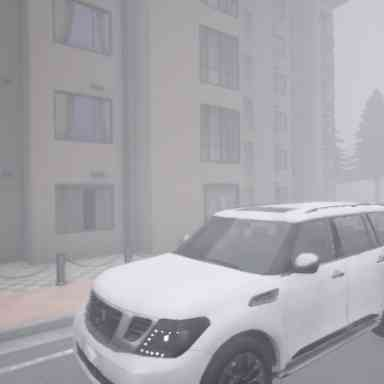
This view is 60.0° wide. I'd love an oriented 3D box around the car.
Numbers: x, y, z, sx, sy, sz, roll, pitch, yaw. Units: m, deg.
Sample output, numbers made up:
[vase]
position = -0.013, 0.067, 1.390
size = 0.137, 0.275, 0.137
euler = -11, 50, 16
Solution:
[car]
position = 1.233, 1.214, 4.906
size = 5.566, 2.045, 2.150
euler = -1, 0, -36
